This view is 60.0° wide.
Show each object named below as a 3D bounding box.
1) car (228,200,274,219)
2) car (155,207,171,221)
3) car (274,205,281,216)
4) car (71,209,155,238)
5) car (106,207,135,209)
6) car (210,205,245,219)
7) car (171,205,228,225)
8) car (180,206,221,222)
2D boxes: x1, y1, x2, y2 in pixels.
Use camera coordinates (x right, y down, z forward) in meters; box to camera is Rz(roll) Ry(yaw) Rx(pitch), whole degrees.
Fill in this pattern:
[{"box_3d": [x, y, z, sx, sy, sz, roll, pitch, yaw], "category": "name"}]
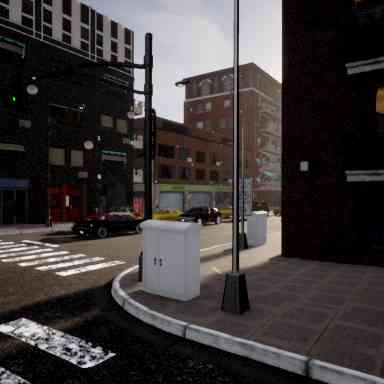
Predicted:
[{"box_3d": [6.380, 1.866, 35.485, 2.150, 2.045, 5.566, 0, -1, 35], "category": "car"}, {"box_3d": [-2.352, 1.944, 27.514, 1.752, 1.417, 4.829, -1, -2, 35], "category": "car"}, {"box_3d": [12.504, 2.394, 44.200, 2.033, 1.411, 5.357, 0, -1, 35], "category": "car"}, {"box_3d": [-4.661, 1.881, 19.647, 1.895, 1.301, 4.718, 0, -1, 35], "category": "car"}, {"box_3d": [-5.413, 1.758, 23.125, 1.967, 1.590, 4.097, -1, -2, 35], "category": "car"}, {"box_3d": [3.964, 2.153, 36.577, 1.752, 1.417, 4.829, -1, -2, 35], "category": "car"}, {"box_3d": [0.701, 1.962, 27.337, 1.837, 1.490, 4.892, 0, -1, 35], "category": "car"}, {"box_3d": [0.903, 2.092, 32.184, 1.947, 1.339, 4.313, -1, -2, 35], "category": "car"}]
